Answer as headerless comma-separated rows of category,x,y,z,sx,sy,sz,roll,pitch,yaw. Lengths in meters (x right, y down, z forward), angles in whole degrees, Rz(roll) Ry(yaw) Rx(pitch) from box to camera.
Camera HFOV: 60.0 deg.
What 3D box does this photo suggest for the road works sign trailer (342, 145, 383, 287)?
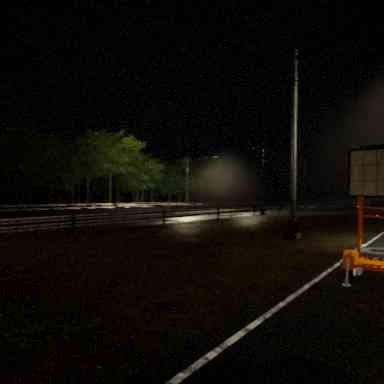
road works sign trailer,5.434,0.544,8.703,2.380,3.560,2.880,0,0,36
